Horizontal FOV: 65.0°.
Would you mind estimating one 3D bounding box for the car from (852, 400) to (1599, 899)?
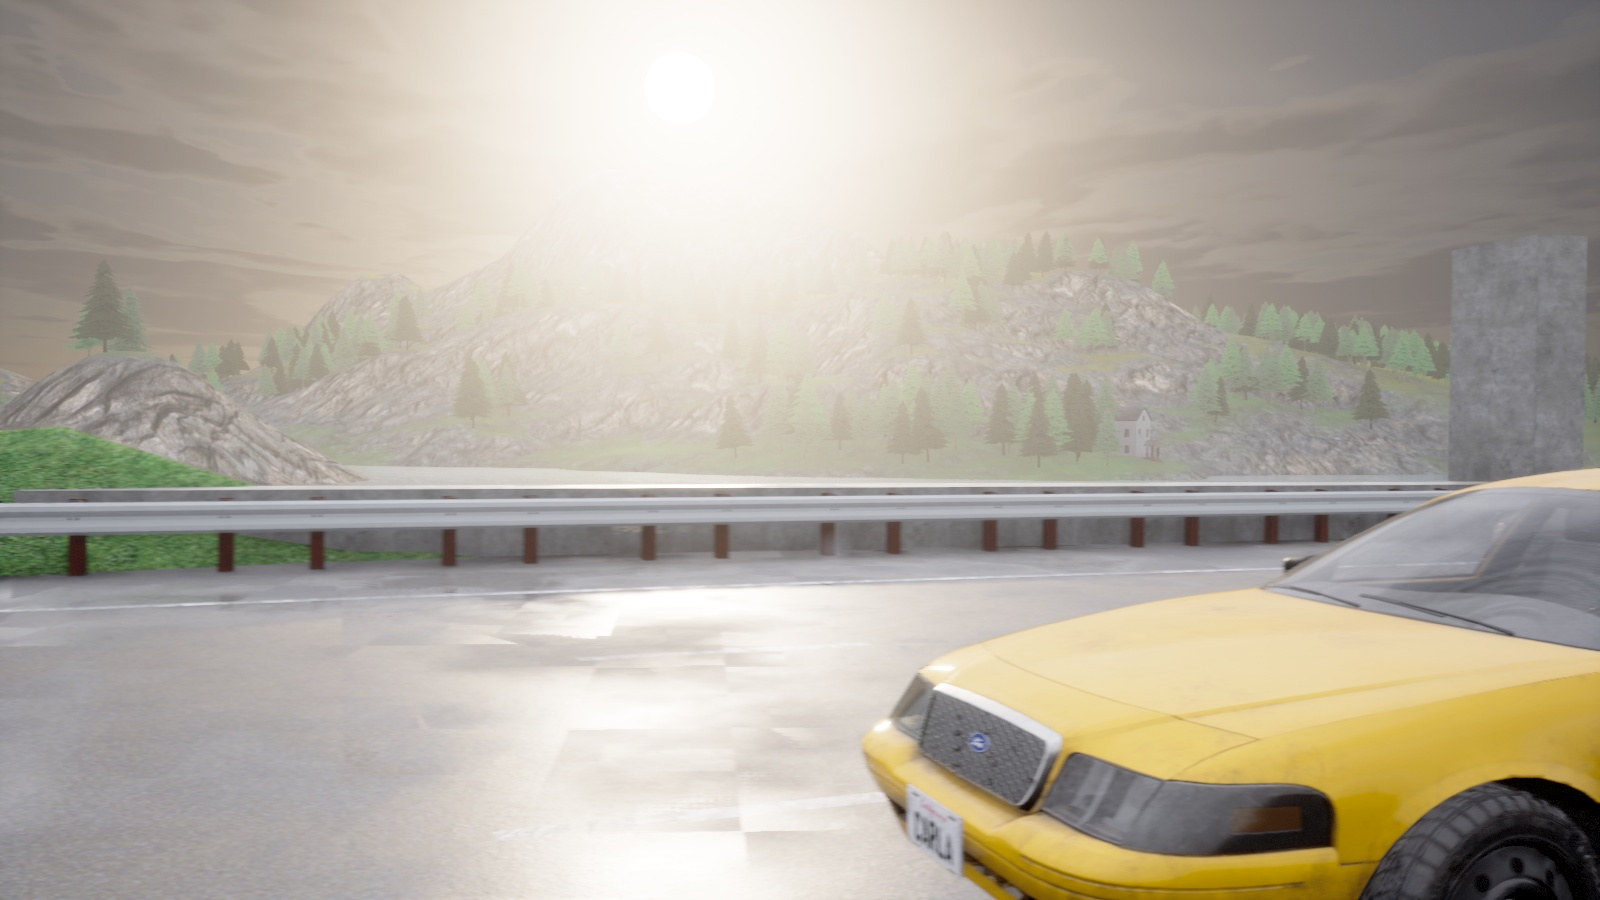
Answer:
[{"bbox_3d":[3.014,0.633,4.367,5.366,1.575,1.801,-1,1,-20],"label":"car"}]

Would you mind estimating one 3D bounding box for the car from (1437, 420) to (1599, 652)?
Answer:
[{"bbox_3d":[6.952,0.547,9.404,3.705,1.549,1.789,-1,1,-18],"label":"car"}]
